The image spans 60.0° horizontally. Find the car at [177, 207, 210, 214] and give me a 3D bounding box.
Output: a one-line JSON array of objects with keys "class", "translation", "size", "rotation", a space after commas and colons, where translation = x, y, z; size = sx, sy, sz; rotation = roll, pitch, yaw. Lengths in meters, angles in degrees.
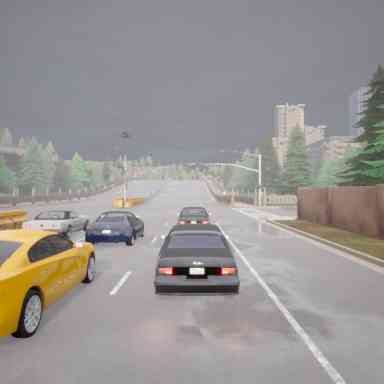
[{"class": "car", "translation": [0.105, 1.547, 18.893], "size": [2.033, 1.411, 5.357], "rotation": [0, 0, 1]}]

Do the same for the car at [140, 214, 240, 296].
[{"class": "car", "translation": [0.092, 1.547, 8.827], "size": [2.033, 1.411, 5.357], "rotation": [0, 0, 0]}]

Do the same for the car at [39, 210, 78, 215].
[{"class": "car", "translation": [-6.916, 1.601, 17.603], "size": [1.895, 1.301, 4.718], "rotation": [0, 0, 0]}]

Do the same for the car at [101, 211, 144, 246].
[{"class": "car", "translation": [-3.420, 1.564, 15.374], "size": [1.994, 1.385, 4.181], "rotation": [0, 0, 0]}]

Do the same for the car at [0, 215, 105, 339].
[{"class": "car", "translation": [-3.406, 1.478, 6.617], "size": [1.882, 1.535, 5.008], "rotation": [0, 0, 0]}]
